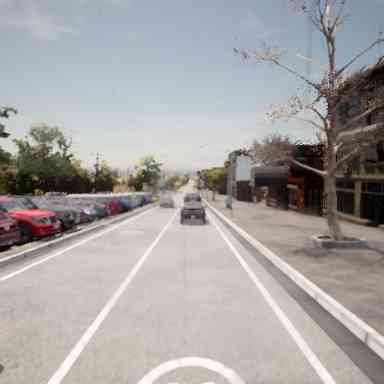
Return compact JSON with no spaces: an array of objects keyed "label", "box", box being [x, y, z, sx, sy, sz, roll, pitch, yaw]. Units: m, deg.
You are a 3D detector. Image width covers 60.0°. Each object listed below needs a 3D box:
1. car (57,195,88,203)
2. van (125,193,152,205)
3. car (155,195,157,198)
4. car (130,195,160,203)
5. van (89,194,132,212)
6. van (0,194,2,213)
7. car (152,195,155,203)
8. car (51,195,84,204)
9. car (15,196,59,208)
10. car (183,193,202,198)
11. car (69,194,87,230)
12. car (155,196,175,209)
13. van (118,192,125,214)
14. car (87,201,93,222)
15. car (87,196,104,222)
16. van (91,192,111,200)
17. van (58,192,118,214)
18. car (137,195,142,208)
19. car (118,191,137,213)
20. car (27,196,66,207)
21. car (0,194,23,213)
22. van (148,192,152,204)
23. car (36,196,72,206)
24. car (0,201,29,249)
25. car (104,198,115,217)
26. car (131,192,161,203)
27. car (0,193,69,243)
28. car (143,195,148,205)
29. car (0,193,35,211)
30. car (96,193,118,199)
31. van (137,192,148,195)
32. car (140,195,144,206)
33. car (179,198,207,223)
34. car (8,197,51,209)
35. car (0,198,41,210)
[{"label":"car","box":[-22.099,1.307,61.785,5.008,1.535,2.097,0,0,0]},{"label":"van","box":[-9.122,1.121,57.043,4.442,1.987,1.878,0,0,0]},{"label":"car","box":[-9.013,1.363,59.849,4.674,1.452,2.002,0,0,0]},{"label":"car","box":[-8.831,1.297,62.652,5.366,1.575,1.946,0,0,0]},{"label":"van","box":[-9.084,1.230,37.411,4.442,1.987,1.878,0,0,0]},{"label":"van","box":[-22.158,1.232,34.020,4.442,1.987,1.878,0,0,0]},{"label":"car","box":[-8.995,1.370,54.242,5.008,1.535,2.097,0,0,0]},{"label":"car","box":[-22.094,1.330,59.009,5.008,1.535,2.097,0,0,0]},{"label":"car","box":[-22.252,1.412,47.903,5.366,1.575,1.946,0,0,0]},{"label":"car","box":[0.077,1.158,40.290,2.150,2.045,5.566,0,0,0]},{"label":"car","box":[-8.902,1.214,17.790,5.566,2.045,2.435,0,0,0]},{"label":"car","box":[-3.358,1.462,45.302,2.033,1.411,5.357,0,0,0]},{"label":"van","box":[-9.074,1.233,31.806,4.442,1.987,1.878,0,0,0]},{"label":"car","box":[-8.933,1.504,20.593,4.674,1.452,2.002,0,0,0]},{"label":"car","box":[-8.972,1.337,23.397,4.553,1.767,2.185,0,0,0]},{"label":"van","box":[-22.248,0.920,81.210,4.442,1.987,1.878,0,0,0]},{"label":"van","box":[-9.068,1.234,29.003,4.442,1.987,1.878,0,0,0]},{"label":"car","box":[-8.979,1.449,40.219,4.892,1.521,2.231,0,0,0]},{"label":"car","box":[-8.934,1.206,34.611,5.566,2.045,2.435,0,0,0]},{"label":"car","box":[-22.067,1.397,50.681,5.008,1.535,2.097,0,0,0]},{"label":"car","box":[-22.075,1.205,36.796,5.566,2.045,2.435,0,0,0]},{"label":"van","box":[-8.878,1.166,51.433,4.442,1.987,1.878,0,0,0]},{"label":"car","box":[-22.072,1.377,53.459,4.892,1.521,2.231,0,0,0]},{"label":"car","box":[-8.888,1.342,12.184,4.553,1.767,2.185,0,0,0]},{"label":"car","box":[-8.940,1.462,26.200,4.892,1.521,2.231,0,0,0]},{"label":"car","box":[-8.993,1.025,65.453,5.566,2.045,2.435,0,0,0]},{"label":"car","box":[-8.896,1.215,14.987,5.566,2.045,2.435,0,0,0]},{"label":"car","box":[-9.013,1.458,45.830,4.792,1.488,2.163,0,0,0]},{"label":"car","box":[-22.023,1.199,39.573,5.566,2.045,2.435,0,0,0]},{"label":"car","box":[-22.137,1.101,86.764,5.008,1.535,2.097,0,0,0]},{"label":"van","box":[-9.106,1.184,48.632,4.442,1.987,1.878,0,0,0]},{"label":"car","box":[-8.976,1.480,43.023,4.674,1.452,2.002,0,0,0]},{"label":"car","box":[0.086,1.482,25.371,1.837,1.490,4.892,0,0,0]},{"label":"car","box":[-22.033,1.463,45.132,4.792,1.488,2.163,0,0,0]},{"label":"car","box":[-22.086,1.472,42.349,4.792,1.488,2.163,0,0,0]}]
